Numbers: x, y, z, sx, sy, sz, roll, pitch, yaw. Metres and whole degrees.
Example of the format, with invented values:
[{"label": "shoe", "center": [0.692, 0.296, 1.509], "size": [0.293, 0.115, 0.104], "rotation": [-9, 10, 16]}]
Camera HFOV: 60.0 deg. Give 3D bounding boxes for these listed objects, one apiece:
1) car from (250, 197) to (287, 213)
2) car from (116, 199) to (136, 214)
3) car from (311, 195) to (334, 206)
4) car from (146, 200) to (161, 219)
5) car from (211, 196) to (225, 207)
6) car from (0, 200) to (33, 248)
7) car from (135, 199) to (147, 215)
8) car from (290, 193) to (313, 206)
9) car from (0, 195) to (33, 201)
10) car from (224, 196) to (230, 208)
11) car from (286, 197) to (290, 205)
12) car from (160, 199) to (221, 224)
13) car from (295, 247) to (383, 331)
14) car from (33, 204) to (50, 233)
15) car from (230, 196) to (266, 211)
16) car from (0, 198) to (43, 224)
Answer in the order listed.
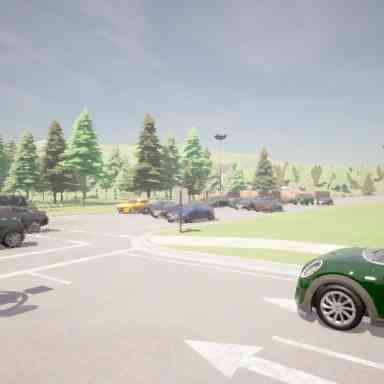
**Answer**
[{"label": "car", "center": [8.454, 1.564, 36.563], "size": [1.994, 1.385, 4.181], "rotation": [0, 0, 36]}, {"label": "car", "center": [-5.691, 1.478, 35.040], "size": [1.882, 1.535, 5.008], "rotation": [0, 0, 36]}, {"label": "car", "center": [21.882, 1.493, 54.699], "size": [2.128, 1.511, 4.902], "rotation": [0, 0, 37]}, {"label": "car", "center": [-1.523, 1.526, 28.891], "size": [1.812, 1.442, 4.674], "rotation": [0, 0, 36]}, {"label": "car", "center": [3.615, 1.351, 47.704], "size": [2.097, 1.767, 4.553], "rotation": [0, 0, 36]}, {"label": "car", "center": [-8.788, 1.352, 12.367], "size": [2.097, 1.767, 4.553], "rotation": [0, 0, 33]}, {"label": "car", "center": [-3.129, 1.564, 32.617], "size": [1.994, 1.385, 4.181], "rotation": [0, 0, 36]}, {"label": "car", "center": [19.191, 1.221, 56.942], "size": [2.150, 2.045, 5.566], "rotation": [0, 0, 36]}, {"label": "car", "center": [-12.926, 1.221, 20.540], "size": [5.566, 2.045, 2.150], "rotation": [0, 1, -42]}, {"label": "car", "center": [6.836, 1.506, 46.177], "size": [1.837, 1.490, 4.892], "rotation": [0, 0, 36]}, {"label": "car", "center": [16.698, 1.565, 59.451], "size": [1.994, 1.385, 4.181], "rotation": [0, 0, 36]}, {"label": "car", "center": [0.019, 1.526, 25.068], "size": [1.812, 1.442, 4.674], "rotation": [0, 0, 36]}, {"label": "car", "center": [4.081, 1.352, 5.378], "size": [4.553, 1.767, 2.097], "rotation": [0, 0, 36]}, {"label": "car", "center": [-10.246, 1.491, 17.784], "size": [4.902, 1.511, 2.128], "rotation": [0, 0, -43]}, {"label": "car", "center": [6.856, 1.525, 40.301], "size": [1.812, 1.442, 4.674], "rotation": [0, 0, 36]}, {"label": "car", "center": [-13.778, 1.351, 24.561], "size": [2.097, 1.767, 4.553], "rotation": [0, 0, 40]}]
